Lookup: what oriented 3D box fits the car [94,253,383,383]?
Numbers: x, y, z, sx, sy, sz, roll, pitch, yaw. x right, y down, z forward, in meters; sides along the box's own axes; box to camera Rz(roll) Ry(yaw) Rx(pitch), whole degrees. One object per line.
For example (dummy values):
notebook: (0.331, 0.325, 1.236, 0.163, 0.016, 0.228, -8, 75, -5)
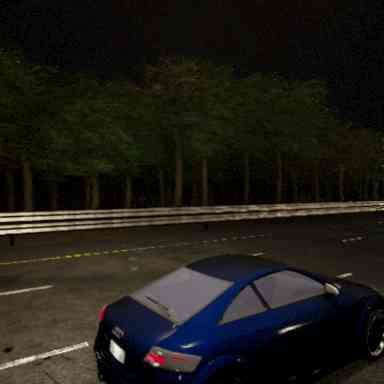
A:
car: (0.884, 1.565, 4.503, 4.181, 1.385, 1.994, 0, 0, -36)
